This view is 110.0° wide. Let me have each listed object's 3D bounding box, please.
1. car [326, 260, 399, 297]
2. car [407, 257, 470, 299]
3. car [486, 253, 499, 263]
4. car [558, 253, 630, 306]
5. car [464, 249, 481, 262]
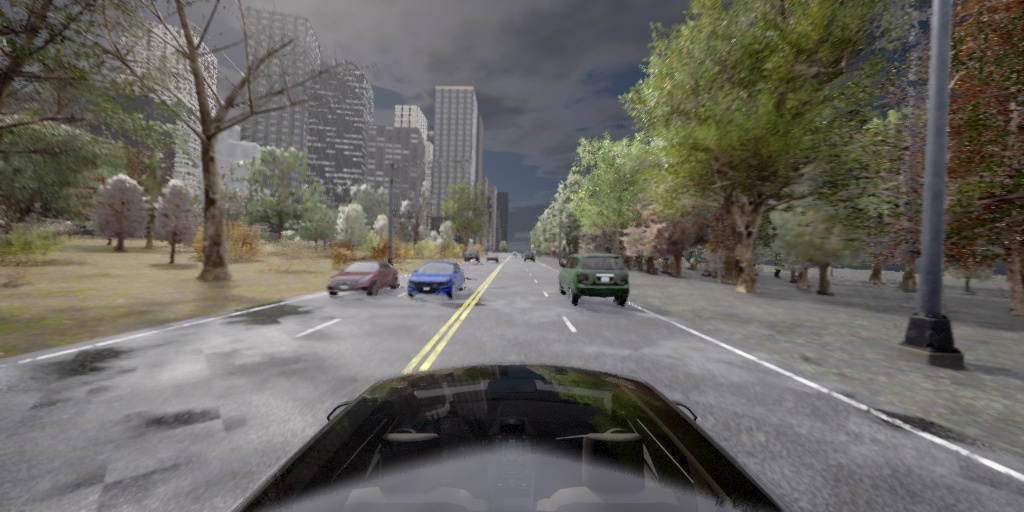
[{"bbox_3d":[-6.563,0.939,16.377,1.812,1.442,4.674,1,1,0],"label":"car"},{"bbox_3d":[-3.314,0.972,16.464,1.882,1.535,5.008,1,1,0],"label":"car"},{"bbox_3d":[-3.119,0.202,58.461,1.882,1.535,5.008,3,1,1],"label":"car"},{"bbox_3d":[3.385,0.892,15.708,2.150,2.045,5.566,1,1,0],"label":"car"},{"bbox_3d":[-6.419,-0.125,58.437,2.150,2.045,5.566,-3,-2,1],"label":"car"}]
